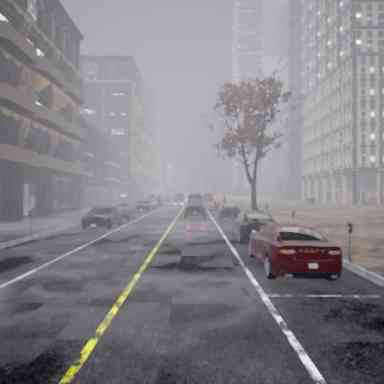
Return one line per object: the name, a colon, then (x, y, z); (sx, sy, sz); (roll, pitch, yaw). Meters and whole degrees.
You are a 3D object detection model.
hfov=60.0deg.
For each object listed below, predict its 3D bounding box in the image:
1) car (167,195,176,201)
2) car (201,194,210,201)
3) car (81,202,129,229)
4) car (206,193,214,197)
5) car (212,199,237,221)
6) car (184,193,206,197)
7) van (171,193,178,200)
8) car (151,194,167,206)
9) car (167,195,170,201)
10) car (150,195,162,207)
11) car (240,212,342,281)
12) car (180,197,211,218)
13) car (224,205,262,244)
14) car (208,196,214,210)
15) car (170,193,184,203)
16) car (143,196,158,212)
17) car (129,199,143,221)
car: (-5.046, 1.408, 82.225); (1.947, 1.339, 4.313); (1, 0, 0)
car: (3.336, 1.309, 82.159); (1.967, 1.590, 4.097); (1, 0, 0)
car: (-5.527, 1.508, 20.962); (1.947, 1.339, 4.313); (1, 0, 0)
car: (2.866, 1.127, 61.597); (2.150, 2.045, 5.566); (0, 0, 0)
car: (2.897, 1.509, 26.464); (2.008, 1.369, 4.403); (1, 0, 0)
car: (0.434, 1.138, 47.041); (2.150, 2.045, 5.566); (0, 0, 1)
van: (-4.955, 1.168, 93.365); (1.690, 1.788, 3.998); (1, 0, 0)
car: (-5.303, 1.209, 48.809); (2.192, 1.841, 5.009); (1, 0, 0)
car: (-5.134, 1.403, 71.086); (1.887, 1.381, 4.507); (1, 0, 0)
car: (-5.353, 1.428, 43.069); (1.752, 1.417, 4.829); (1, 0, 0)
car: (2.766, 1.534, 9.755); (1.887, 1.381, 4.507); (1, 0, 0)
car: (0.281, 1.437, 29.230); (2.128, 1.511, 4.902); (0, 0, 0)
car: (2.810, 1.529, 15.325); (2.008, 1.369, 4.403); (1, 0, 0)
car: (2.986, 1.464, 37.774); (1.752, 1.417, 4.829); (1, 0, 0)
car: (-2.507, 1.151, 65.474); (2.150, 2.045, 5.566); (0, 0, 1)
car: (-5.396, 1.478, 37.670); (1.947, 1.339, 4.313); (1, 0, 0)
car: (-5.483, 1.482, 26.531); (2.008, 1.369, 4.403); (1, 0, 0)
